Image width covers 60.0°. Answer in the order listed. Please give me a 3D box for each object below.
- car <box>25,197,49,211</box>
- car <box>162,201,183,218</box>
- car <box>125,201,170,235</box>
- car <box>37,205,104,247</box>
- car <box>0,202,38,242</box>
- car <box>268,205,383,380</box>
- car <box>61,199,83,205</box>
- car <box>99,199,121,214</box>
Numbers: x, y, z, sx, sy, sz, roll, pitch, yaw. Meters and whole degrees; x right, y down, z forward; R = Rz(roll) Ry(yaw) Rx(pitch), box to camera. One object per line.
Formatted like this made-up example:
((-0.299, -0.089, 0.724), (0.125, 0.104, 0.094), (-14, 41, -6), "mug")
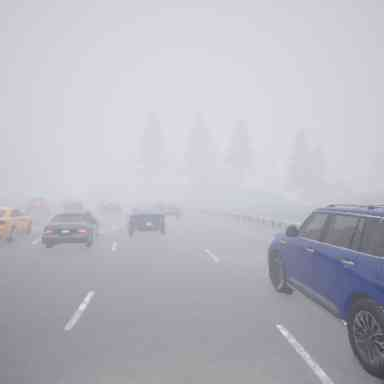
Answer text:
((-16.469, 1.341, 35.247), (2.097, 1.767, 4.553), (0, 0, -28), "car")
((-2.385, 1.525, 29.764), (2.033, 1.411, 5.357), (0, 0, -21), "car")
((-2.761, 1.464, 19.056), (1.882, 1.535, 5.008), (0, 0, -14), "car")
((-5.302, 1.540, 15.005), (2.033, 1.411, 5.357), (0, 0, -12), "car")
((-9.191, 1.473, 16.074), (1.882, 1.535, 5.008), (0, 0, -13), "car")
((3.075, 1.214, 5.685), (2.150, 2.045, 5.566), (0, 0, -5), "car")
((-13.187, 1.460, 36.573), (1.882, 1.535, 5.008), (0, -1, -27), "car")
((-8.934, 1.505, 35.857), (1.812, 1.442, 4.674), (0, 0, -26), "car")
